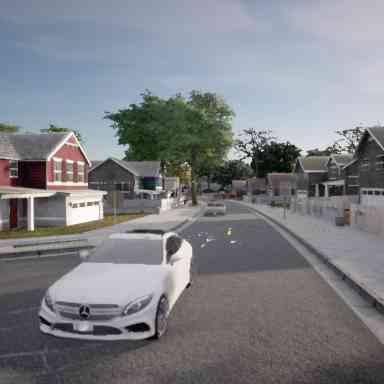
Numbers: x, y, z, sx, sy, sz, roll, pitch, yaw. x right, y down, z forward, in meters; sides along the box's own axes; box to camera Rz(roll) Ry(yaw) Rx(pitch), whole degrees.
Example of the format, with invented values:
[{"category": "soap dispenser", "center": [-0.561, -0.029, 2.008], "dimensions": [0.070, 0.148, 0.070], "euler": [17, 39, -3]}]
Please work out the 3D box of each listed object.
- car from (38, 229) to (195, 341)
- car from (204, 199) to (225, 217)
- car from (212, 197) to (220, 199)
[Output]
[{"category": "car", "center": [-1.082, 1.532, 6.744], "dimensions": [1.812, 1.442, 4.674], "euler": [0, 0, 9]}, {"category": "car", "center": [2.227, 1.639, 31.532], "dimensions": [1.895, 1.301, 4.718], "euler": [0, 0, 6]}, {"category": "car", "center": [4.057, 1.576, 56.396], "dimensions": [2.128, 1.511, 4.902], "euler": [0, 0, 3]}]
